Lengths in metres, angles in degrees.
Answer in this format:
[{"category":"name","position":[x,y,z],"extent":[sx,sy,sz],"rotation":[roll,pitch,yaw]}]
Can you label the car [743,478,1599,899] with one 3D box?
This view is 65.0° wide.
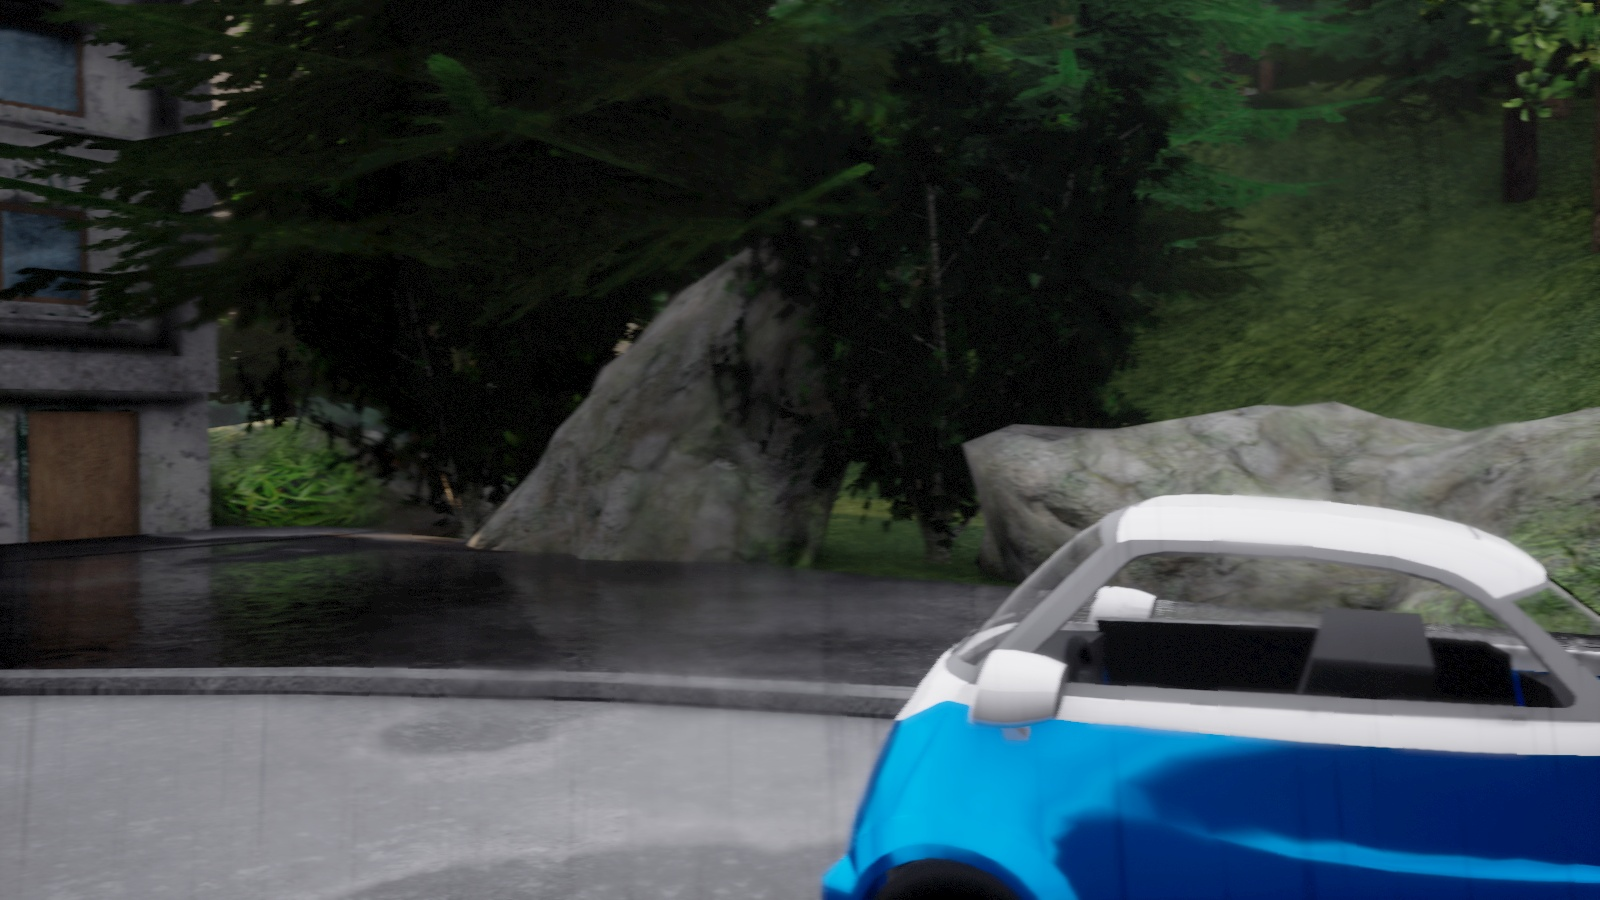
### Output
[{"category":"car","position":[1.170,0.814,3.381],"extent":[2.207,1.376,1.481],"rotation":[1,1,24]}]
